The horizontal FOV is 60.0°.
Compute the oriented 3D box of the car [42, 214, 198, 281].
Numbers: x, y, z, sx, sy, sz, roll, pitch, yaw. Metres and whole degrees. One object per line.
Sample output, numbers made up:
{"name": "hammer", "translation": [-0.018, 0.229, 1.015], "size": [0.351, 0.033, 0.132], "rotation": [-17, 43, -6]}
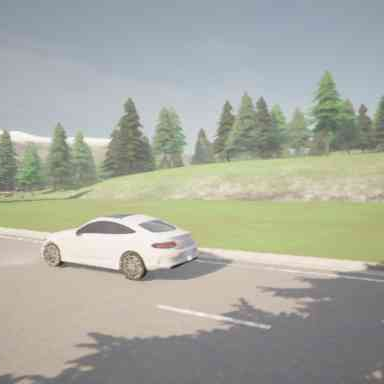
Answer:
{"name": "car", "translation": [-2.063, 1.334, 9.124], "size": [4.674, 1.442, 1.812], "rotation": [0, 2, 30]}
